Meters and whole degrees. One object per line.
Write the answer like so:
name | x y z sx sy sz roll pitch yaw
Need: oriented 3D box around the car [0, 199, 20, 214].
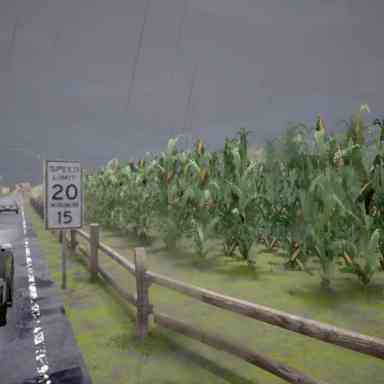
car | -19.051 1.535 34.573 2.033 1.411 5.357 0 0 -27

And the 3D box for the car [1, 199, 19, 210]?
car | -23.648 1.587 43.349 1.895 1.301 4.718 0 0 -27

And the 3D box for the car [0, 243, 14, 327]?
car | -4.598 1.561 6.466 1.994 1.385 4.181 0 0 -27
